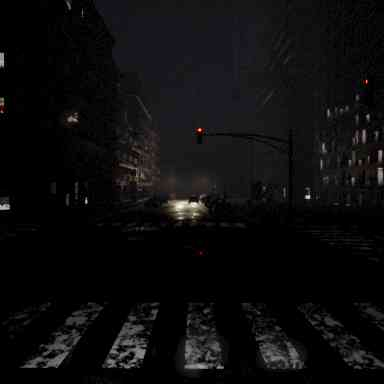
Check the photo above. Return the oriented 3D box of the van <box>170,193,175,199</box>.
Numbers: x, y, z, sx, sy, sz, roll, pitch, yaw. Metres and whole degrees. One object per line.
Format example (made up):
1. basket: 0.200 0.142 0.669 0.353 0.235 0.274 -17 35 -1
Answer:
1. van: -5.475 1.242 75.060 1.690 1.788 3.998 -1 0 0

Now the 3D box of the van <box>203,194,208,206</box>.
1. van: 2.785 1.295 46.837 1.690 1.788 3.998 -1 0 0

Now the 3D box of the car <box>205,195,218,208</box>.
1. car: 2.752 1.410 35.545 1.967 1.590 4.097 -1 0 0

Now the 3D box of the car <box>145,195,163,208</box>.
1. car: -5.559 1.520 46.829 1.947 1.339 4.313 -1 0 0

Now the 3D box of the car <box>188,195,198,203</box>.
1. car: 0.242 1.427 71.018 2.128 1.511 4.902 0 0 0

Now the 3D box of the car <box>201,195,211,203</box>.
1. car: 2.862 1.353 69.420 1.967 1.590 4.097 -1 0 0

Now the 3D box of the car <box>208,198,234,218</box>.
1. car: 2.736 1.522 29.899 1.887 1.381 4.507 -1 0 0

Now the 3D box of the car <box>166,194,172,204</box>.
1. car: -5.507 1.470 63.767 1.887 1.381 4.507 -1 0 0

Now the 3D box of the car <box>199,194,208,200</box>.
1. car: 2.945 1.313 86.357 1.967 1.590 4.097 -1 0 0

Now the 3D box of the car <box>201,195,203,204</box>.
1. car: 2.805 1.490 52.483 1.887 1.381 4.507 -1 0 0

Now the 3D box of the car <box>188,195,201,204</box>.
1. car: 0.285 1.435 60.817 1.837 1.490 4.892 0 0 0

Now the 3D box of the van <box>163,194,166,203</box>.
1. van: -5.545 1.287 52.475 1.690 1.788 3.998 -1 0 0
